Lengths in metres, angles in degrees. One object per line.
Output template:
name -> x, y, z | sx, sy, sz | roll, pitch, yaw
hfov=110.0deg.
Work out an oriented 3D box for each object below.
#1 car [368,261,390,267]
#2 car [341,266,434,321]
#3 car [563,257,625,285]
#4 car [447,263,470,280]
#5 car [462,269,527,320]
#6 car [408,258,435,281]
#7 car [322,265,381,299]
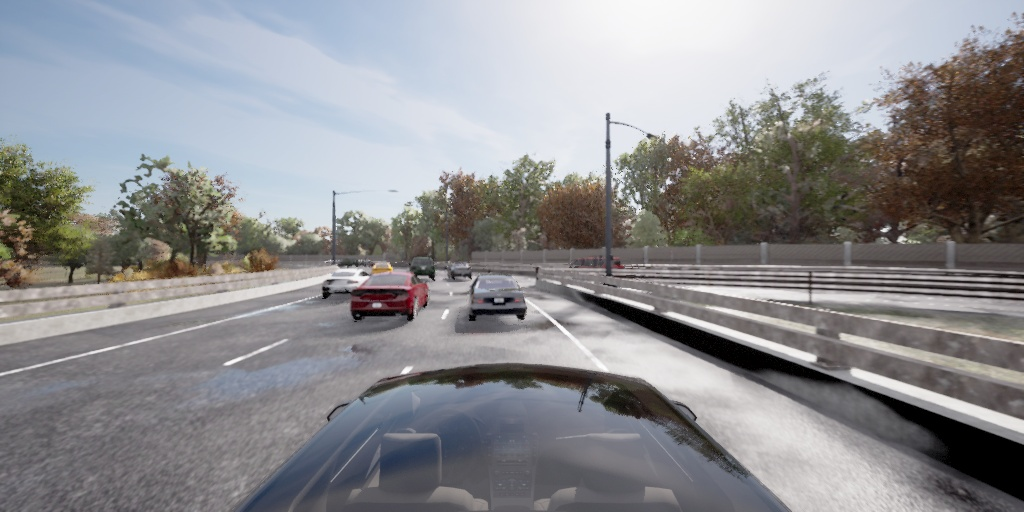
car -> -12.744, 1.458, 35.311 | 1.882, 1.535, 5.008 | 0, 0, -19
car -> -4.191, 1.305, 12.947 | 1.882, 1.535, 5.008 | 0, 0, -6
car -> 5.868, 1.132, 27.498 | 2.150, 2.045, 5.566 | -1, 0, -44
car -> -5.050, 1.437, 34.189 | 2.128, 1.511, 4.902 | 0, 0, -17
car -> -0.643, 1.362, 13.007 | 2.033, 1.411, 5.357 | 0, 0, -6
car -> -8.349, 1.173, 33.141 | 2.150, 2.045, 5.566 | 0, 0, -17
car -> -8.525, 1.402, 19.010 | 1.812, 1.442, 4.674 | 0, 0, -9
